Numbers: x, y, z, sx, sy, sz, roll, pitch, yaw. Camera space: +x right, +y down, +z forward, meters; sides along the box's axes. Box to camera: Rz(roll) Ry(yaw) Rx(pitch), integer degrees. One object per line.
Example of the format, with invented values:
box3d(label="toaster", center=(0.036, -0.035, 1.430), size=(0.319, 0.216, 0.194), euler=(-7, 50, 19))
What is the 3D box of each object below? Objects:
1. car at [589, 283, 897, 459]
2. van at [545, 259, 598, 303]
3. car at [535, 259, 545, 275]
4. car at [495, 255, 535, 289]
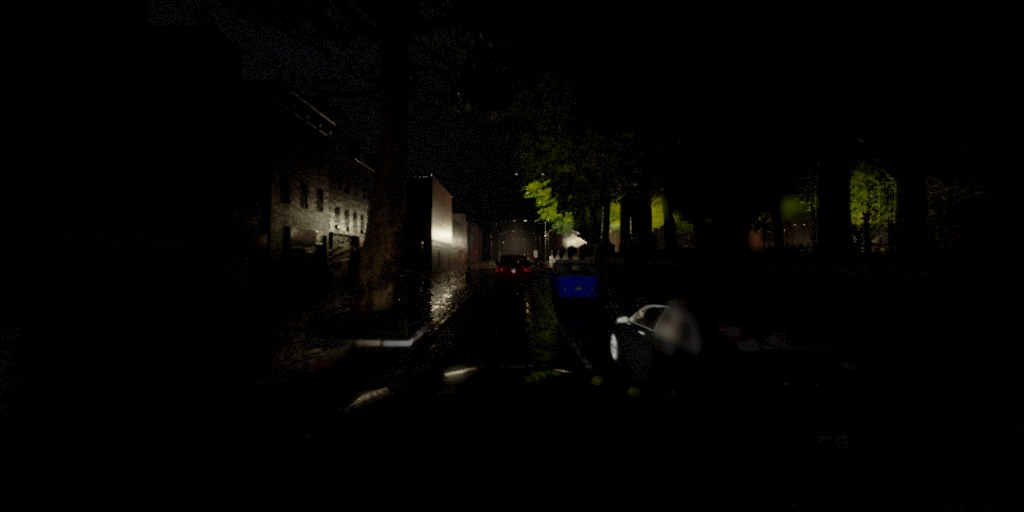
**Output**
box3d(label="car", center=(2.638, 1.290, 5.131), size=(2.007, 1.370, 4.403), euler=(0, 0, 0))
box3d(label="van", center=(2.637, 1.052, 16.029), size=(1.690, 1.789, 3.998), euler=(0, 0, 0))
box3d(label="car", center=(2.635, 1.192, 37.997), size=(1.751, 1.417, 4.829), euler=(0, 0, 0))
box3d(label="car", center=(0.091, 0.919, 22.926), size=(2.150, 2.045, 5.566), euler=(0, 0, 0))
